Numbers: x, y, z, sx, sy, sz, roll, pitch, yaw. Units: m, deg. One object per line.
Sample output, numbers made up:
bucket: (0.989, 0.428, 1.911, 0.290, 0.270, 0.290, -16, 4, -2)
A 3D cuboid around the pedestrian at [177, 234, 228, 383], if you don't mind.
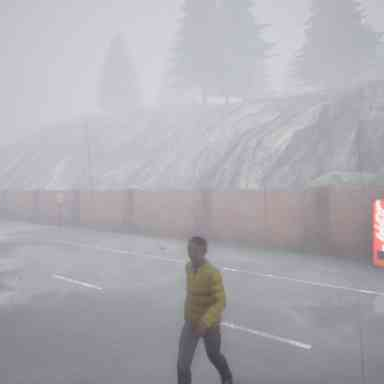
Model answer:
pedestrian: (0.082, 1.294, 3.374, 0.375, 1.860, 0.375, 0, 0, 37)
